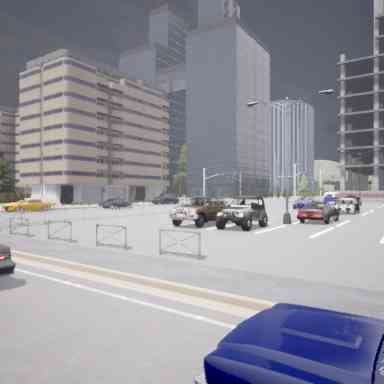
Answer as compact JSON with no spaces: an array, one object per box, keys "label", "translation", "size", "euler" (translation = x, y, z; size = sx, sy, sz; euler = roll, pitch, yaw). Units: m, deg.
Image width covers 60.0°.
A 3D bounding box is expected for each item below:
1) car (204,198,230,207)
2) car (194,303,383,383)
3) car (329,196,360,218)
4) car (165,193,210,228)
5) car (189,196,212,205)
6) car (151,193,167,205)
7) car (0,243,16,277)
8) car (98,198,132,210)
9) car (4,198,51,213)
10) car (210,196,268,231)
[{"label":"car","translation":[3.923,1.601,50.903],"size":[1.895,1.301,4.718],"euler":[0,0,34]},{"label":"car","translation":[2.353,1.601,2.314],"size":[4.718,1.301,1.895],"euler":[0,0,35]},{"label":"car","translation":[15.019,1.395,32.246],"size":[1.970,1.475,3.806],"euler":[0,0,34]},{"label":"car","translation":[0.626,1.153,20.959],"size":[1.932,1.855,4.605],"euler":[0,0,34]},{"label":"car","translation":[1.610,1.533,60.200],"size":[1.812,1.442,4.674],"euler":[0,0,34]},{"label":"car","translation":[-4.568,1.223,57.370],"size":[2.150,2.045,5.566],"euler":[0,0,34]},{"label":"car","translation":[-6.743,1.547,8.721],"size":[5.357,1.411,2.033],"euler":[0,0,35]},{"label":"car","translation":[-9.904,1.504,43.217],"size":[1.837,1.490,4.892],"euler":[0,0,34]},{"label":"car","translation":[-18.250,1.477,37.067],"size":[1.882,1.535,5.008],"euler":[0,0,34]},{"label":"car","translation":[2.993,1.156,19.293],"size":[1.905,1.878,3.866],"euler":[0,0,34]}]
